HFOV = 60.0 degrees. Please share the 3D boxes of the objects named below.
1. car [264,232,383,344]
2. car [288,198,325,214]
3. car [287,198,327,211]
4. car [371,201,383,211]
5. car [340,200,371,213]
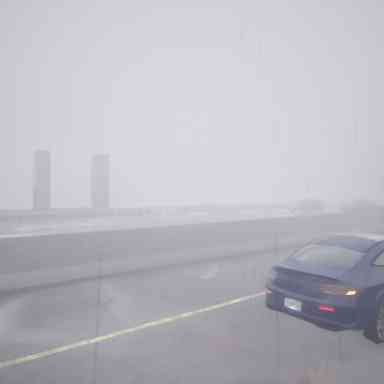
[{"bbox_3d":[3.352,1.518,6.392,4.674,1.442,1.812,0,0,-37],"label":"car"},{"bbox_3d":[12.180,1.458,35.276,4.902,1.511,2.128,0,0,-37],"label":"car"},{"bbox_3d":[14.351,1.508,41.308,5.357,1.411,2.033,0,0,-37],"label":"car"},{"bbox_3d":[19.995,1.508,32.412,5.357,1.411,2.033,0,0,-37],"label":"car"},{"bbox_3d":[17.882,1.508,35.202,5.357,1.411,2.033,0,0,-37],"label":"car"}]
